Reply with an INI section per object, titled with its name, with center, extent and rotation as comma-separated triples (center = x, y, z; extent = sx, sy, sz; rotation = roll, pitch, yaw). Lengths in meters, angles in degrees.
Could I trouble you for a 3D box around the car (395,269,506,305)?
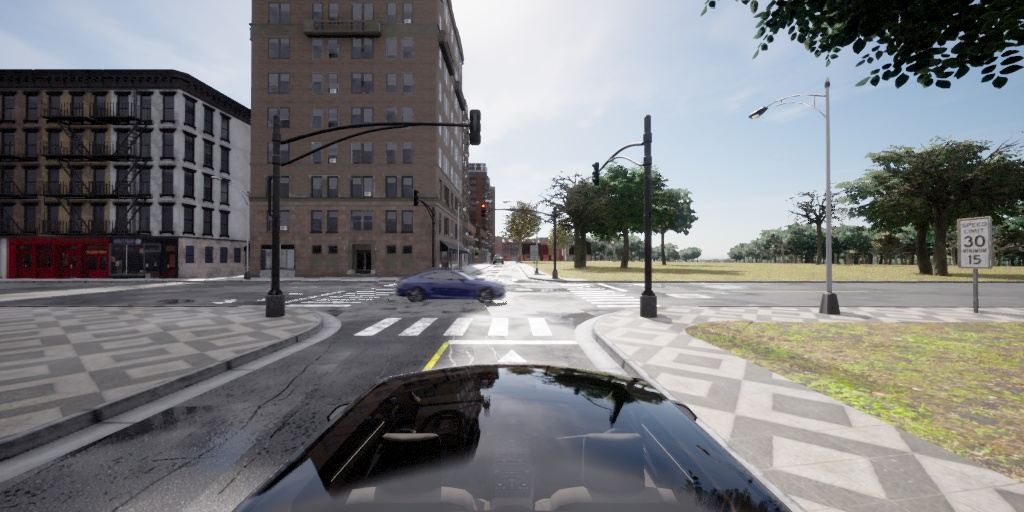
[car]
center = -2.595, 1.282, 15.451
extent = 4.674, 1.442, 1.812
rotation = 1, -1, 0
